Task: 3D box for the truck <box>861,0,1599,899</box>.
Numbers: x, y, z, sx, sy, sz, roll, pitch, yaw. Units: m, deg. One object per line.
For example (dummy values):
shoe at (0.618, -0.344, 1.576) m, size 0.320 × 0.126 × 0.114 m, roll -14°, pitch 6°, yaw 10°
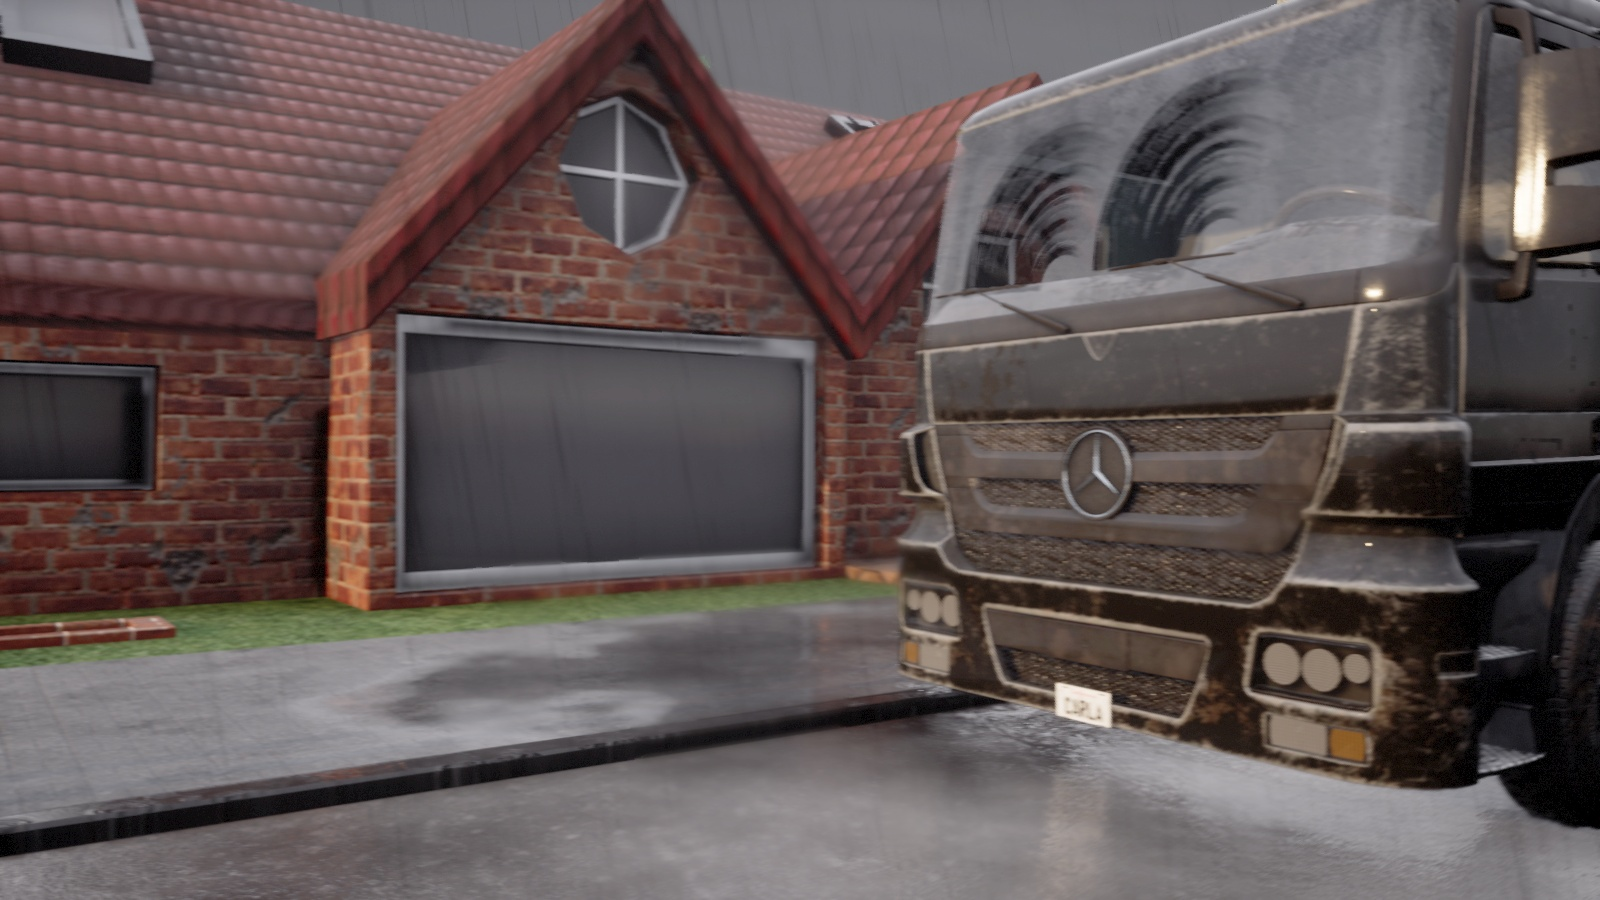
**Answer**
truck at (4.413, -0.228, 7.326) m, size 7.936 × 3.462 × 2.891 m, roll 0°, pitch 0°, yaw -34°
